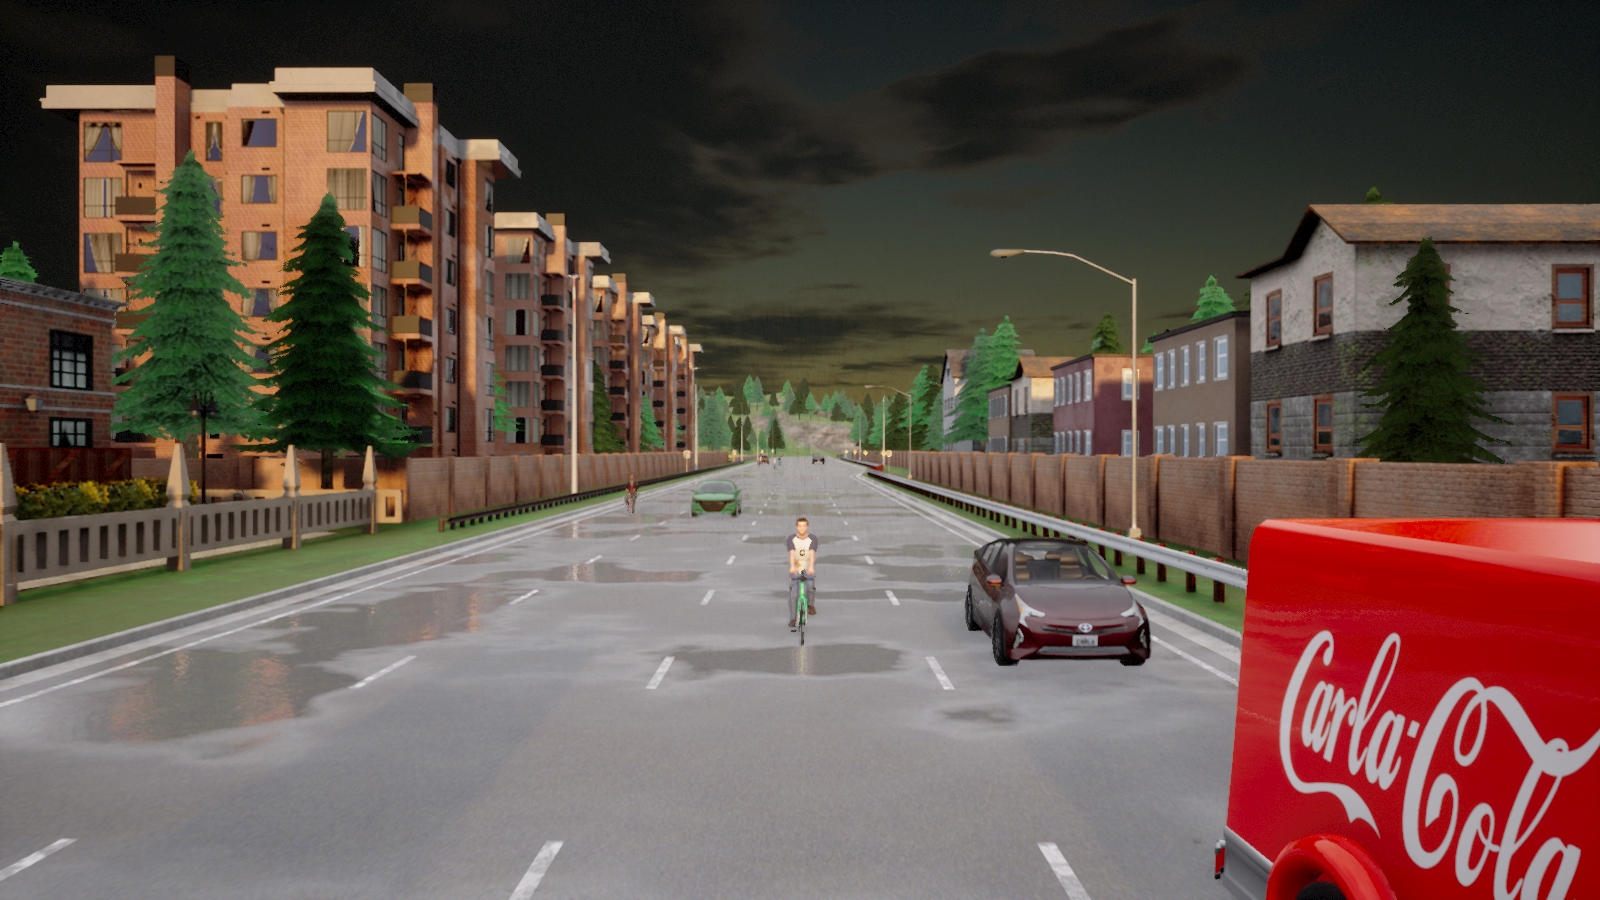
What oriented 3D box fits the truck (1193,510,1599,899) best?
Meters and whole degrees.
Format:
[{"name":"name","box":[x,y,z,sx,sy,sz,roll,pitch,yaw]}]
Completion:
[{"name":"truck","box":[3.495,1.567,3.723,2.627,2.467,5.204,0,0,0]}]

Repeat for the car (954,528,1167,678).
[{"name":"car","box":[3.500,2.034,16.269,2.007,1.525,4.514,0,0,0]}]

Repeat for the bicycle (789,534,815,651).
[{"name":"bicycle","box":[0.035,2.050,16.774,0.373,1.496,1.643,0,1,0]}]

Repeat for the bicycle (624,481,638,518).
[{"name":"bicycle","box":[-6.993,2.045,47.322,0.329,1.471,1.835,0,0,0]}]

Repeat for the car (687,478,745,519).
[{"name":"car","box":[-3.498,2.019,48.375,2.097,1.535,5.006,0,0,0]}]
